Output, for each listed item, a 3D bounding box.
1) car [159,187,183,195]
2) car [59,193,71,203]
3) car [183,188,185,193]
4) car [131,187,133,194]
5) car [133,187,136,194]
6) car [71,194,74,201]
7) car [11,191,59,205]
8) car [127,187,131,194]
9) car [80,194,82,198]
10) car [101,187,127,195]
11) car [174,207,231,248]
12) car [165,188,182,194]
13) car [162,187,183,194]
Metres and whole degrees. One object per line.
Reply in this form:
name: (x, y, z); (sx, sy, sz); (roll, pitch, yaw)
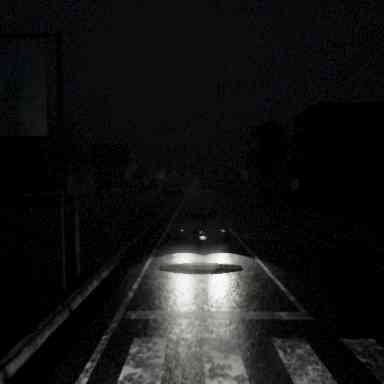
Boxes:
car: (-5.256, -0.018, 79.326); (4.892, 1.521, 2.231); (0, 1, 0)
car: (-18.349, 0.613, 41.663); (4.892, 1.521, 2.231); (0, 1, 0)
car: (-5.289, -0.310, 82.123); (5.566, 2.045, 2.435); (0, 1, 0)
car: (-18.343, -0.097, 84.920); (4.674, 1.452, 2.002); (0, 1, 0)
car: (-18.311, -0.324, 90.486); (4.553, 1.767, 2.185); (0, 1, 0)
car: (-18.359, 0.552, 44.936); (5.008, 1.535, 2.097); (0, 1, 0)
car: (-18.353, 0.712, 38.389); (4.674, 1.452, 2.002); (0, 1, 0)
car: (-18.346, -0.102, 82.133); (5.008, 1.535, 2.097); (0, 1, 0)
car: (-18.350, 0.535, 48.085); (4.674, 1.452, 2.002); (0, 1, 0)
car: (-18.337, -0.020, 76.565); (5.008, 1.535, 2.097); (0, 1, 0)
car: (0.362, 1.311, 13.223); (1.994, 1.385, 4.181); (0, 1, 0)
car: (-5.233, -0.309, 93.335); (4.553, 1.767, 2.185); (0, 0, 0)
car: (-5.290, -0.407, 90.533); (5.566, 2.045, 2.435); (0, 1, 0)
